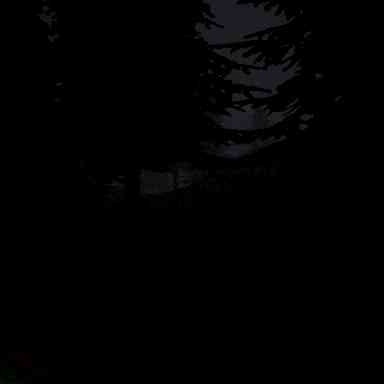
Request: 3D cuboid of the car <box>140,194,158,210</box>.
[{"bbox_3d":[-6.466,1.206,39.262,2.150,2.045,5.566,0,0,37],"label":"car"}]
